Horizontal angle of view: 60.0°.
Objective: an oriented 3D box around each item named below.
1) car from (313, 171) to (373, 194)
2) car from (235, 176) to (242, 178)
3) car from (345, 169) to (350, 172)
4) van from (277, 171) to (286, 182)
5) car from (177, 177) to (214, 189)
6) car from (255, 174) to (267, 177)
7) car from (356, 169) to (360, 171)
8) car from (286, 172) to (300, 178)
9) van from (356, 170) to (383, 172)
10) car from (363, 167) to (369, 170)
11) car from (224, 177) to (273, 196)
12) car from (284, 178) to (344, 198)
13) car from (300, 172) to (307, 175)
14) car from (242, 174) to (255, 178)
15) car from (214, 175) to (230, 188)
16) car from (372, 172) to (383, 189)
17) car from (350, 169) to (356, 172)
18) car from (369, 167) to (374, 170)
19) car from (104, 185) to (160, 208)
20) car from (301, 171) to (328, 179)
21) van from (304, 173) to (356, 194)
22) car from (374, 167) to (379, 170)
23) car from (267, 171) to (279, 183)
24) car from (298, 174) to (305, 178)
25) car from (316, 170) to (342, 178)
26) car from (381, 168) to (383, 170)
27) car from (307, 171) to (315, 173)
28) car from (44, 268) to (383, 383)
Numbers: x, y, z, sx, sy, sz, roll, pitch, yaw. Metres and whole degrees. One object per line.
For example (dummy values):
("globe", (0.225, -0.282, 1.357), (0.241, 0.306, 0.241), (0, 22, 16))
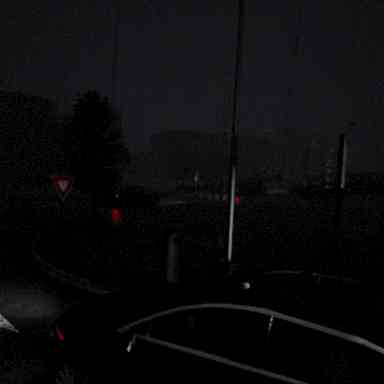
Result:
("car", (17.062, -0.945, 37.868), (5.566, 2.045, 2.435), (3, 7, 31))
("car", (4.608, -1.744, 49.723), (4.553, 1.767, 2.185), (1, 5, 29))
("car", (31.384, -4.110, 72.571), (4.553, 1.767, 2.185), (1, 5, 30))
("van", (13.404, -2.641, 57.457), (4.442, 1.987, 1.878), (1, 5, 29))
("car", (0.126, -1.182, 45.912), (4.674, 1.452, 2.002), (1, 5, 29))
("car", (9.072, -2.141, 53.561), (4.553, 1.767, 2.185), (1, 5, 29))
("car", (35.858, -4.484, 76.347), (4.553, 1.767, 2.185), (1, 5, 30))
("car", (15.901, -2.611, 59.231), (5.366, 1.575, 1.946), (1, 5, 29))
("van", (24.195, -1.506, 43.433), (4.442, 1.987, 1.878), (3, 6, 31))
("car", (38.083, -4.539, 78.259), (5.008, 1.535, 2.097), (1, 5, 30))
("car", (6.231, -0.450, 36.590), (4.902, 1.511, 2.128), (-5, 6, -40))
("car", (12.421, -0.301, 34.139), (5.008, 1.535, 2.097), (3, 6, 31))
("car", (17.961, -2.809, 61.231), (5.008, 1.535, 2.097), (1, 5, 29))
("car", (6.791, -1.790, 51.685), (4.792, 1.488, 2.163), (1, 5, 29))
("car", (2.383, -1.391, 47.820), (4.792, 1.488, 2.163), (1, 5, 29))
("car", (21.733, -1.215, 41.637), (4.553, 1.767, 2.185), (3, 6, 31))
("car", (33.601, -4.137, 74.499), (4.674, 1.452, 2.002), (1, 5, 30))
("car", (40.314, -4.710, 80.152), (5.008, 1.535, 2.097), (1, 5, 30))
("car", (-4.773, 0.234, 27.180), (4.553, 1.767, 2.097), (-4, 6, -45))
("car", (24.661, -3.398, 66.918), (4.892, 1.521, 2.231), (1, 5, 30))
("van", (14.857, -0.717, 35.928), (4.442, 1.987, 1.878), (3, 6, 31))
("car", (42.403, -4.885, 82.125), (5.366, 1.575, 1.946), (1, 5, 30))
("car", (11.278, -2.216, 55.512), (5.008, 1.535, 2.097), (1, 5, 29))
("car", (16.631, -1.134, 43.171), (1.812, 1.442, 4.674), (-4, 6, -34))
("car", (29.129, -3.792, 70.704), (5.008, 1.535, 2.097), (1, 5, 30))
("car", (44.775, -5.286, 83.907), (5.566, 2.045, 2.435), (1, 5, 30))
("car", (20.222, -2.975, 63.113), (4.792, 1.488, 2.163), (1, 5, 30))
("car", (0.630, 1.486, 2.959), (4.902, 1.511, 2.128), (0, 0, 35))
